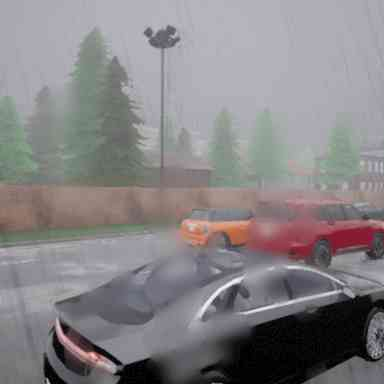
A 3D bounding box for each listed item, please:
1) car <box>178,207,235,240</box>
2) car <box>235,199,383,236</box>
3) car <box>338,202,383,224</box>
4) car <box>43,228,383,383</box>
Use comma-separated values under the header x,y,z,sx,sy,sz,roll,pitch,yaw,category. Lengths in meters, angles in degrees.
x,y,z,sx,sy,sz,roll,pitch,yaw,category
1.734,1.392,13.655,4.553,1.767,2.097,0,0,-35,car
4.326,1.264,11.128,5.566,2.045,2.150,0,0,-35,car
13.827,1.619,26.487,4.892,1.490,1.837,0,0,-36,car
0.759,1.506,4.296,4.902,1.511,2.128,0,0,-35,car
